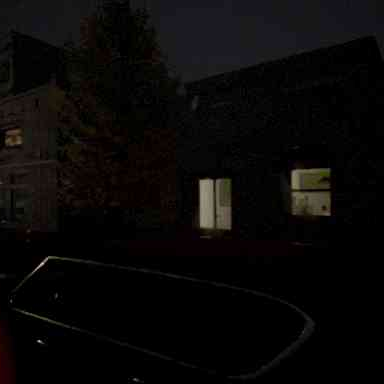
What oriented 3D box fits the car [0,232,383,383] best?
[{"bbox_3d":[-0.440,1.335,3.193,5.009,1.841,2.192,-1,-1,35],"label":"car"}]
